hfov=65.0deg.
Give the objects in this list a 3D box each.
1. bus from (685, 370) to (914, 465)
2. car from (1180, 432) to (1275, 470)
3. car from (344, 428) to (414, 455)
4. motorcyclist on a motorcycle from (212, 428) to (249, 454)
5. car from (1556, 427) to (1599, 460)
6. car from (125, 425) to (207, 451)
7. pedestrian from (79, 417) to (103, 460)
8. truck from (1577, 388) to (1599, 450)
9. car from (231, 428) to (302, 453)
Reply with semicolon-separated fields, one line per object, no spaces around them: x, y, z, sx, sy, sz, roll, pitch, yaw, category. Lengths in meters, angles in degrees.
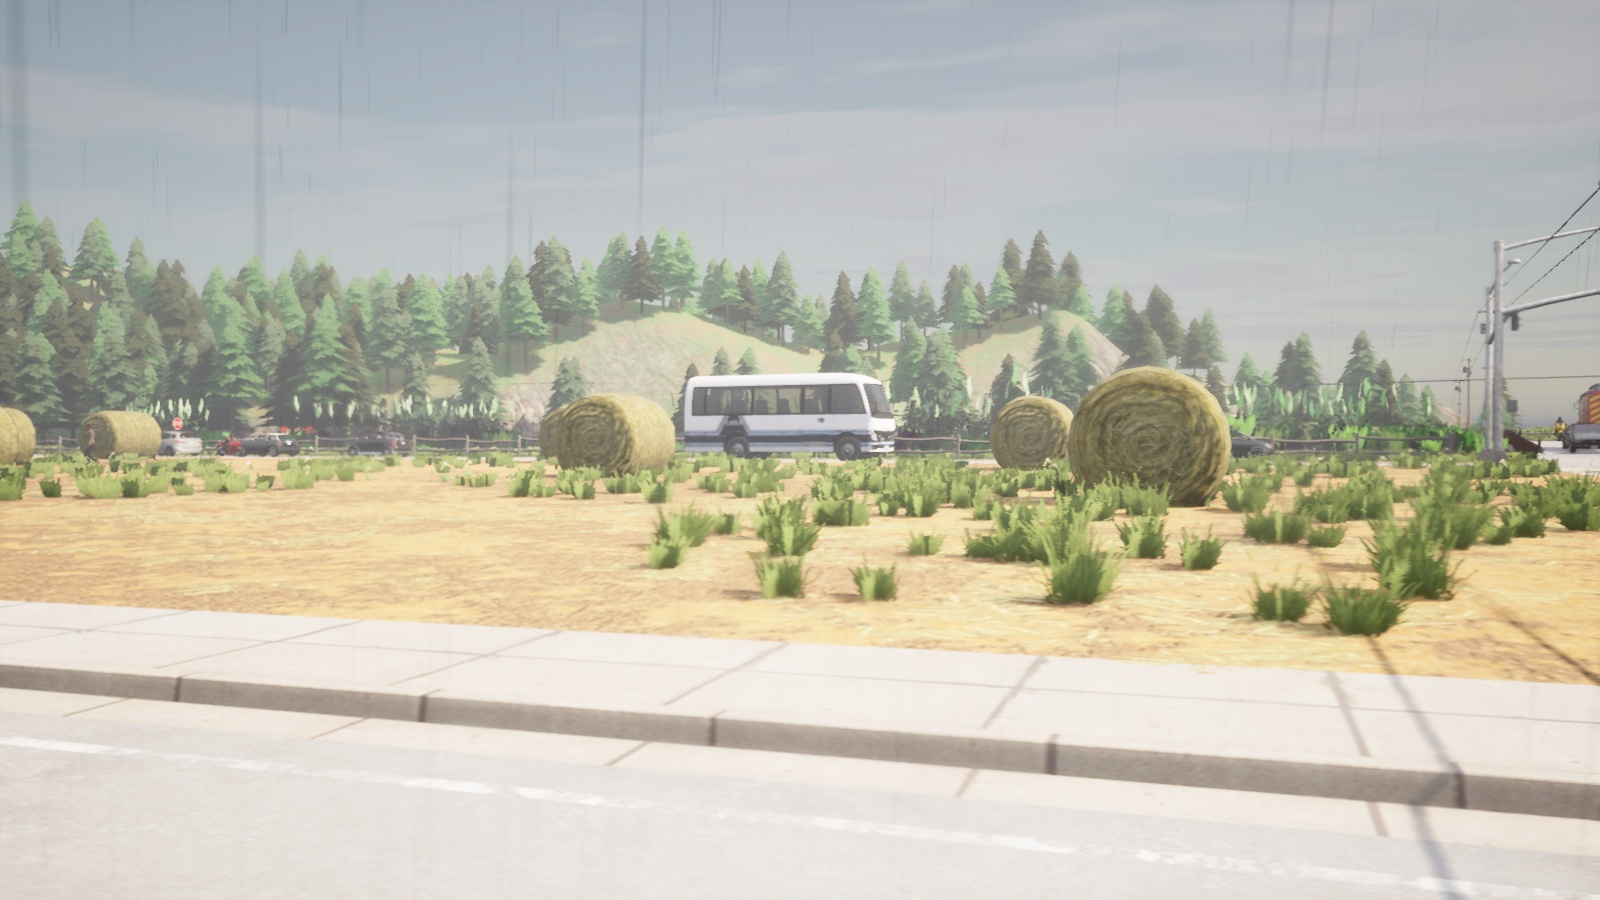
-0.035;-1.529;60.405;10.273;4.253;3.944;0;1;22;bus
18.037;0.017;52.971;3.705;1.549;1.789;1;1;23;car
-24.969;-0.499;74.496;3.705;1.549;1.789;1;1;22;car
-33.696;-0.527;74.309;2.044;1.523;0.797;1;1;22;motorcyclist on a motorcycle
39.931;-0.361;63.789;2.033;1.411;5.357;1;4;25;car
-40.903;-0.802;81.064;4.611;1.667;2.242;1;1;23;car
-29.414;-0.481;52.112;0.869;1.805;0.328;0;1;-27;pedestrian
53.610;-1.988;83.279;2.891;3.827;8.468;-2;-2;28;truck
-33.067;-0.598;77.836;3.806;1.475;1.970;1;1;22;car
